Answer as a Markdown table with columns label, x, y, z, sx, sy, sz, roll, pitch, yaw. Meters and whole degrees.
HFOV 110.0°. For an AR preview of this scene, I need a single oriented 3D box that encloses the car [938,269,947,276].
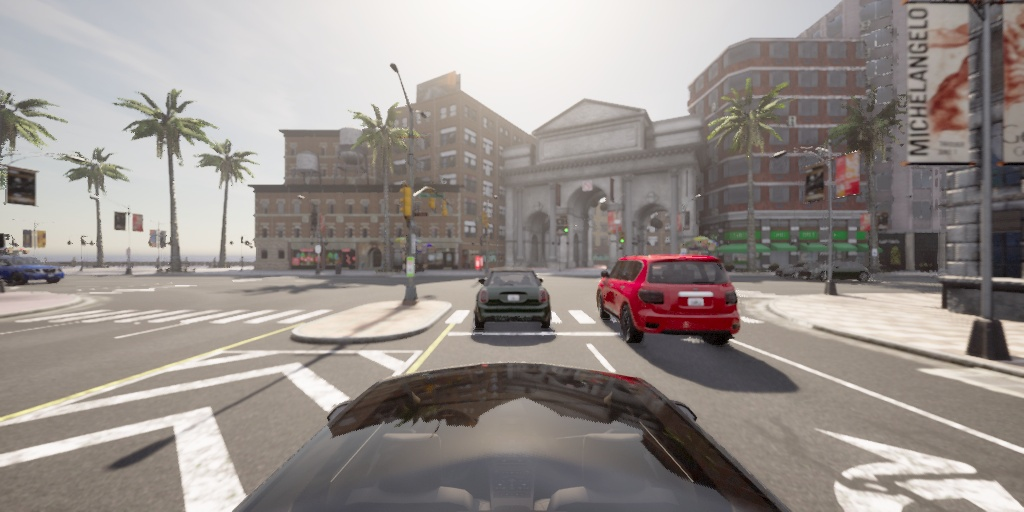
| label | x | y | z | sx | sy | sz | roll | pitch | yaw |
| --- | --- | --- | --- | --- | --- | --- | --- | --- | --- |
| car | 41.913 | 1.430 | 32.398 | 4.718 | 1.301 | 1.895 | 0 | 0 | 5 |

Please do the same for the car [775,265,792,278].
| label | x | y | z | sx | sy | sz | roll | pitch | yaw |
| --- | --- | --- | --- | --- | --- | --- | --- | --- | --- |
| car | 26.878 | 1.335 | 32.835 | 4.892 | 1.490 | 1.837 | 0 | 0 | 1 |

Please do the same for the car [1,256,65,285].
| label | x | y | z | sx | sy | sz | roll | pitch | yaw |
| --- | --- | --- | --- | --- | --- | --- | --- | --- | --- |
| car | -36.346 | 1.028 | 26.156 | 5.566 | 2.045 | 2.150 | 1 | 0 | 1 |

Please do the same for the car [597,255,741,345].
| label | x | y | z | sx | sy | sz | roll | pitch | yaw |
| --- | --- | --- | --- | --- | --- | --- | --- | --- | --- |
| car | 3.782 | 0.994 | 9.716 | 2.150 | 2.045 | 5.566 | 0 | 0 | 4 |

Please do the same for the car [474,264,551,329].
| label | x | y | z | sx | sy | sz | roll | pitch | yaw |
| --- | --- | --- | --- | --- | --- | --- | --- | --- | --- |
| car | -0.033 | 1.127 | 11.557 | 2.097 | 1.767 | 4.553 | 0 | 0 | -2 |

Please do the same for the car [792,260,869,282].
| label | x | y | z | sx | sy | sz | roll | pitch | yaw |
| --- | --- | --- | --- | --- | --- | --- | --- | --- | --- |
| car | 26.190 | 1.175 | 29.336 | 4.553 | 1.767 | 2.097 | 0 | 0 | 1 |

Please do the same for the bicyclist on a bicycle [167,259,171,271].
| label | x | y | z | sx | sy | sz | roll | pitch | yaw |
| --- | --- | --- | --- | --- | --- | --- | --- | --- | --- |
| bicyclist on a bicycle | -38.422 | 1.152 | 40.644 | 0.582 | 1.620 | 1.656 | 0 | 0 | 0 |

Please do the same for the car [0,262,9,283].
| label | x | y | z | sx | sy | sz | roll | pitch | yaw |
| --- | --- | --- | --- | --- | --- | --- | --- | --- | --- |
| car | -35.732 | 1.283 | 22.643 | 5.008 | 1.535 | 1.882 | 1 | 0 | 0 |
